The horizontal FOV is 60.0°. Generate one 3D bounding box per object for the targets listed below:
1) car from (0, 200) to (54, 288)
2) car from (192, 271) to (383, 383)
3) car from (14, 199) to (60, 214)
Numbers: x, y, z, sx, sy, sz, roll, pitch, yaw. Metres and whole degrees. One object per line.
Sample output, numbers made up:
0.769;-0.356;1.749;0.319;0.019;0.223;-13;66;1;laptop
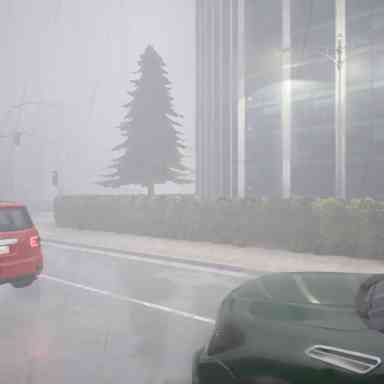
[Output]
-5.812;1.221;8.081;5.566;2.045;2.150;0;0;38;car
2.655;1.221;2.096;5.566;2.045;2.150;0;0;36;car
-17.232;1.563;37.082;1.994;1.385;4.181;0;0;36;car
